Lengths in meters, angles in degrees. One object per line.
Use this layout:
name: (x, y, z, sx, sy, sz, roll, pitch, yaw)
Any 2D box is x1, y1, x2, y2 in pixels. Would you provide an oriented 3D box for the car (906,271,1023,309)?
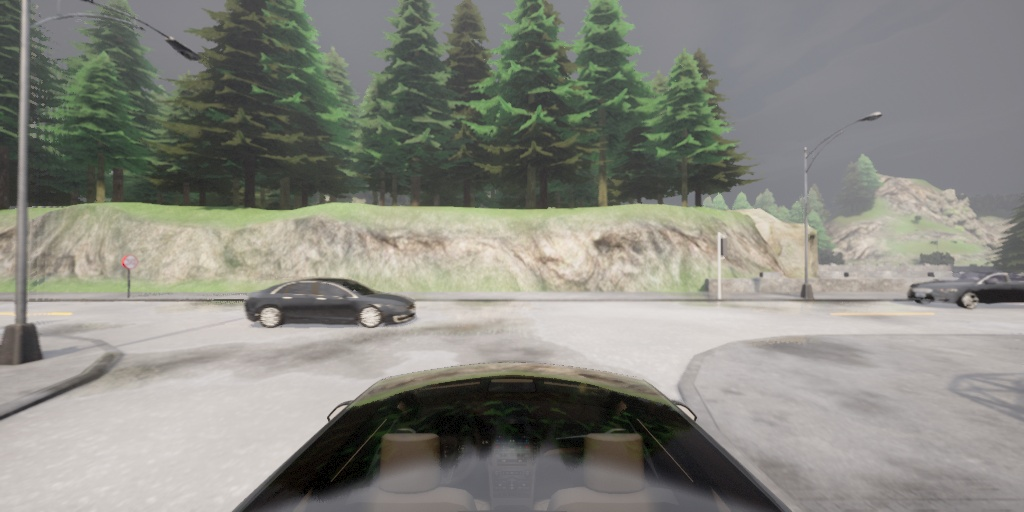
car: (19.787, 1.389, 15.219, 4.902, 1.511, 2.128, 0, -1, 0)

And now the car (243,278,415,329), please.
car: (-5.497, 1.442, 11.117, 4.892, 1.490, 1.837, 1, -1, 0)
